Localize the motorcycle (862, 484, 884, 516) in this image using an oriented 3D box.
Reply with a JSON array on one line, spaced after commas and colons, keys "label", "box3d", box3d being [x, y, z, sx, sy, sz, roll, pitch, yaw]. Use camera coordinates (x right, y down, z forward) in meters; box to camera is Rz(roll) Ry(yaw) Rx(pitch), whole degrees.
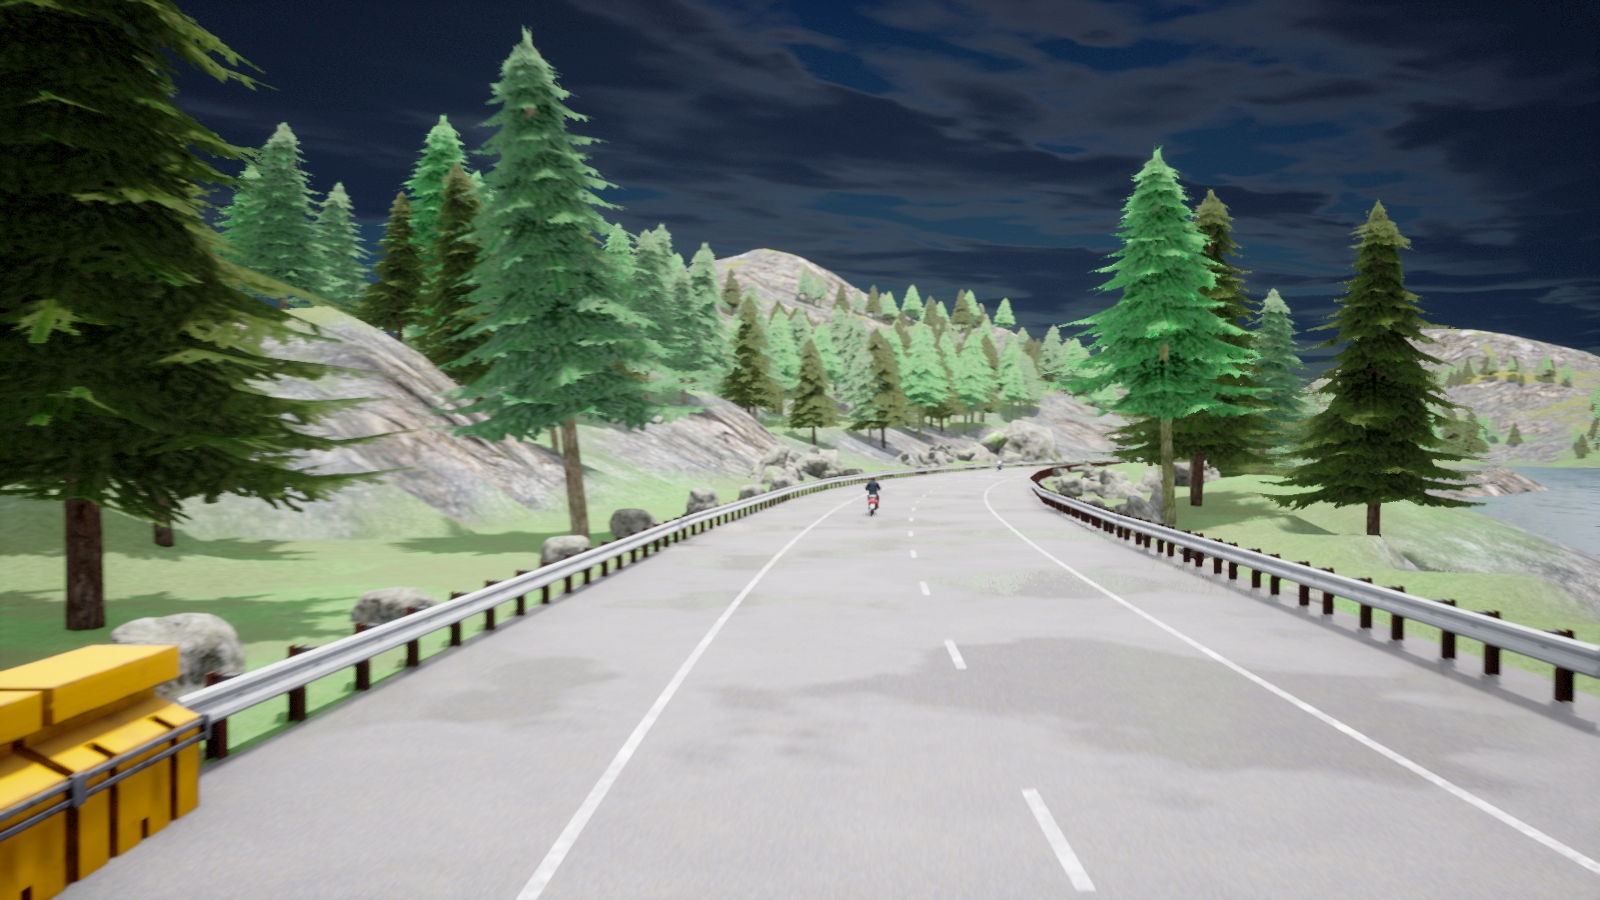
[{"label": "motorcycle", "box3d": [3.066, 2.079, 47.925, 0.856, 1.236, 1.805, 0, 0, 6]}]
